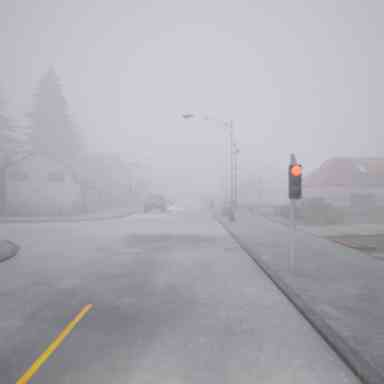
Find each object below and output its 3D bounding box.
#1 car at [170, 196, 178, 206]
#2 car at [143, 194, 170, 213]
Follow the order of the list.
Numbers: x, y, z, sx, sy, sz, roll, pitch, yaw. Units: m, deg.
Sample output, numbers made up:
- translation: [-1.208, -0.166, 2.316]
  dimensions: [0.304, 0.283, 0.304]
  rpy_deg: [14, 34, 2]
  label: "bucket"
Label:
- translation: [-4.017, 1.488, 55.266]
  dimensions: [2.128, 1.511, 4.902]
  rpy_deg: [0, 0, 0]
  label: "car"
- translation: [-4.063, 1.218, 37.476]
  dimensions: [2.150, 2.045, 5.566]
  rpy_deg: [0, 0, 0]
  label: "car"
